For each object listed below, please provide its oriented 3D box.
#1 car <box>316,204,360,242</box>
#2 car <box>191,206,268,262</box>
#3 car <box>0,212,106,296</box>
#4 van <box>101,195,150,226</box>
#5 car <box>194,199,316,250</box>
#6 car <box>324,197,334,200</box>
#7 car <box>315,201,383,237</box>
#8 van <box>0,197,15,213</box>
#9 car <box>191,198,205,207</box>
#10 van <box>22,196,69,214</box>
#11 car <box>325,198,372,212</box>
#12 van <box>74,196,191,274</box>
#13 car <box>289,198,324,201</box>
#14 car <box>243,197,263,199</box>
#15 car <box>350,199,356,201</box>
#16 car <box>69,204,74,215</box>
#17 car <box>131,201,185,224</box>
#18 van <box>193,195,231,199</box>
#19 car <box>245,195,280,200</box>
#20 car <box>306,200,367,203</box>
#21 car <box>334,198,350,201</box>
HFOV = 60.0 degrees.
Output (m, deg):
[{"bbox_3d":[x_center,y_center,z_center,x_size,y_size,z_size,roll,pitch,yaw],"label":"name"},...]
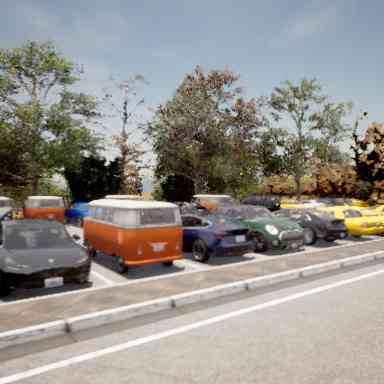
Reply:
[{"bbox_3d":[4.722,1.471,15.484,2.231,1.521,4.892,0,0,-35],"label":"car"},{"bbox_3d":[0.172,1.505,12.301,2.163,1.488,4.792,0,0,-35],"label":"car"},{"bbox_3d":[-4.323,1.519,9.040,2.163,1.488,4.792,0,0,-35],"label":"car"},{"bbox_3d":[-4.989,1.243,24.507,1.878,1.987,4.442,0,0,-36],"label":"van"},{"bbox_3d":[2.433,1.346,13.906,2.185,1.767,4.553,0,0,-35],"label":"car"},{"bbox_3d":[13.005,1.608,37.398,2.002,1.452,4.674,0,0,-35],"label":"car"},{"bbox_3d":[6.868,1.473,17.241,1.946,1.575,5.366,0,0,-35],"label":"car"},{"bbox_3d":[-11.776,1.261,19.683,1.878,1.987,4.442,0,0,-35],"label":"van"},{"bbox_3d":[-0.671,1.502,27.738,2.163,1.488,4.792,0,0,-35],"label":"car"},{"bbox_3d":[-9.651,1.254,21.476,1.878,1.987,4.442,0,0,-35],"label":"van"},{"bbox_3d":[19.684,1.618,42.133,2.097,1.535,5.008,0,0,-35],"label":"car"},{"bbox_3d":[-2.144,1.257,10.765,1.878,1.987,4.442,0,0,-35],"label":"van"},{"bbox_3d":[10.851,1.547,35.647,1.946,1.575,5.366,0,0,-35],"label":"car"},{"bbox_3d":[3.983,1.529,30.968,2.163,1.488,4.792,0,0,-35],"label":"car"},{"bbox_3d":[17.403,1.475,40.560,2.185,1.767,4.553,0,0,-35],"label":"car"},{"bbox_3d":[-7.327,1.473,22.988,2.097,1.535,5.008,0,0,-35],"label":"car"},{"bbox_3d":[-2.824,1.497,26.211,2.163,1.488,4.792,0,0,-35],"label":"car"},{"bbox_3d":[1.539,1.258,29.413,1.878,1.987,4.442,0,0,-35],"label":"van"},{"bbox_3d":[6.210,1.265,32.618,2.435,2.045,5.566,0,0,-35],"label":"car"},{"bbox_3d":[9.247,1.483,18.473,1.946,1.575,5.366,0,0,-35],"label":"car"},{"bbox_3d":[15.280,1.614,38.979,2.163,1.488,4.792,0,0,-35],"label":"car"}]
